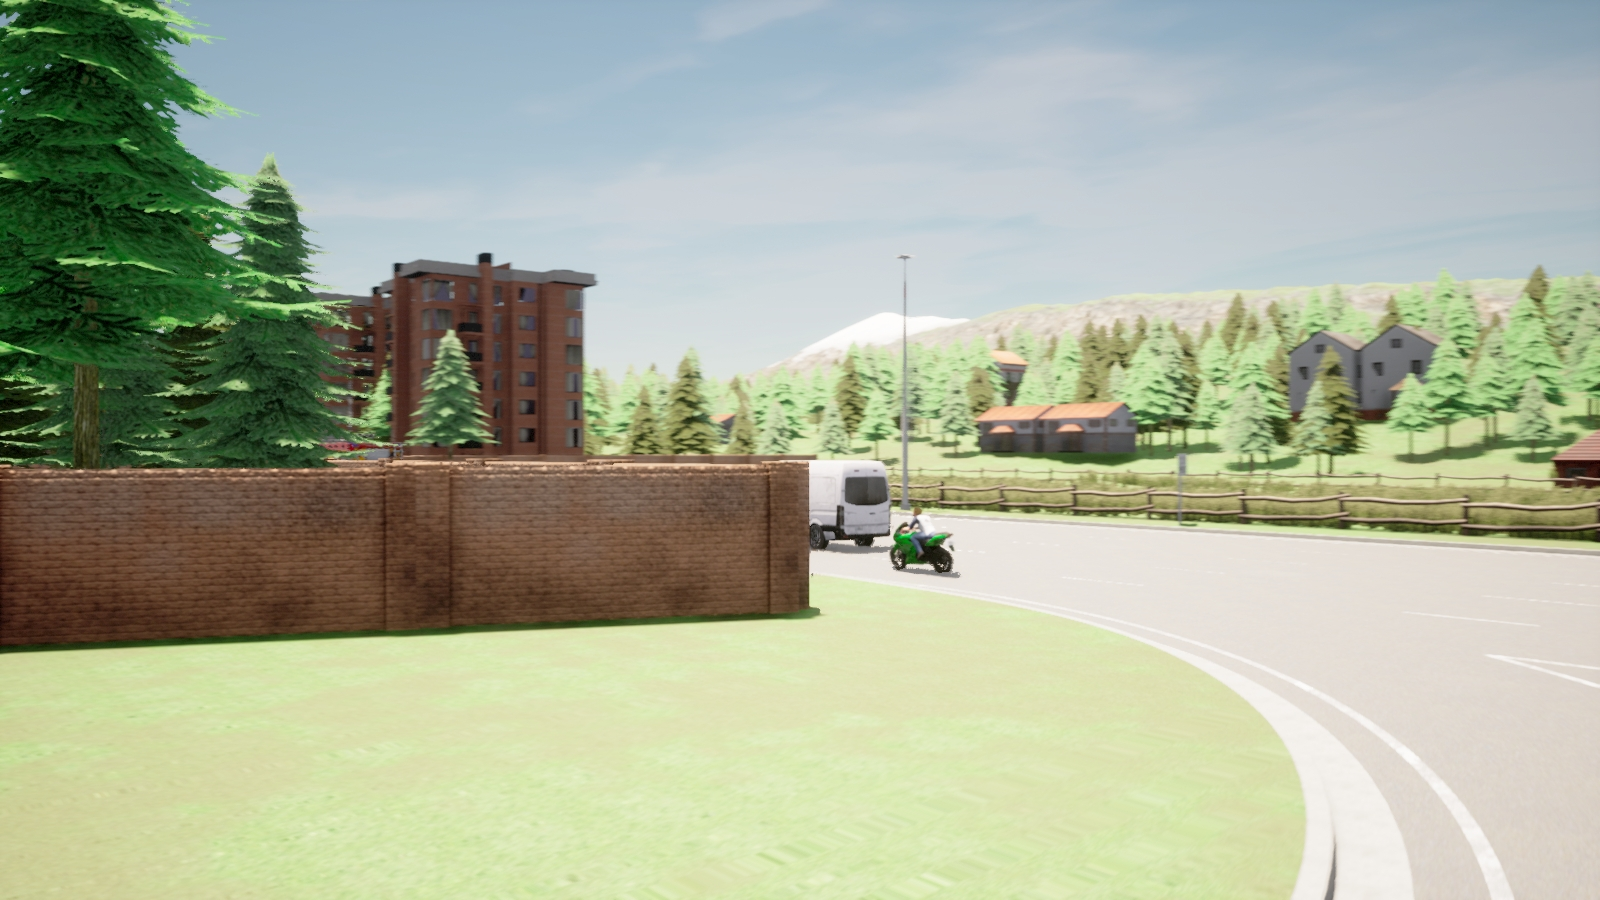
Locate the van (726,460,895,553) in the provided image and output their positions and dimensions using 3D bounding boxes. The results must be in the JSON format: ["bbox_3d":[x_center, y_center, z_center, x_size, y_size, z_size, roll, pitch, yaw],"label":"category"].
[{"bbox_3d":[0.179,1.595,34.687,1.988,2.561,5.915,0,0,-36],"label":"van"}]

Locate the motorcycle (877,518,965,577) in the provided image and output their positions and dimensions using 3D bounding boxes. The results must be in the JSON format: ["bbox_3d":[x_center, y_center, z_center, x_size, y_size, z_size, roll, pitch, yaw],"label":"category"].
[{"bbox_3d":[2.776,2.229,26.457,0.803,1.199,2.033,0,0,-40],"label":"motorcycle"}]

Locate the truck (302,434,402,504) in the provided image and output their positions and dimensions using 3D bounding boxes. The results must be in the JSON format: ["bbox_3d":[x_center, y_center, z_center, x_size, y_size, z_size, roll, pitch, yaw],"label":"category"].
[{"bbox_3d":[-26.247,1.040,66.634,2.891,3.827,8.468,0,0,-40],"label":"truck"}]
